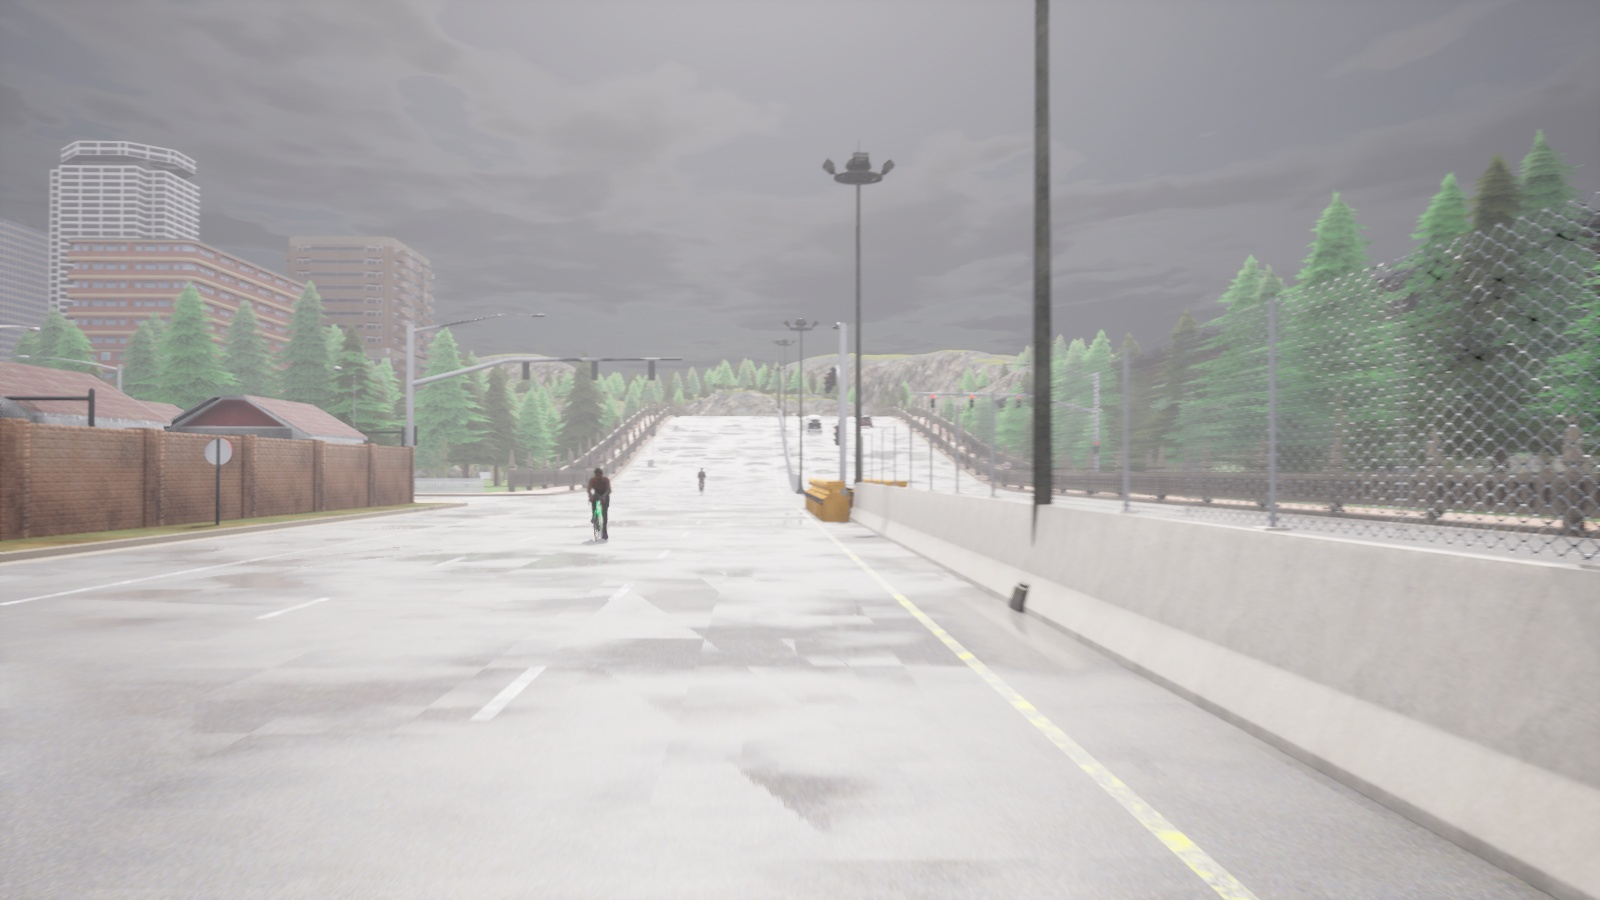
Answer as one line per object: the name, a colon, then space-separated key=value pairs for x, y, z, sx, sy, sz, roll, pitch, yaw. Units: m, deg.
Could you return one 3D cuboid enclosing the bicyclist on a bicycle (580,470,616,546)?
bicyclist on a bicycle: x=-4.474 y=1.263 z=27.949 sx=0.582 sy=1.620 sz=1.656 roll=0 pitch=-1 yaw=-2
